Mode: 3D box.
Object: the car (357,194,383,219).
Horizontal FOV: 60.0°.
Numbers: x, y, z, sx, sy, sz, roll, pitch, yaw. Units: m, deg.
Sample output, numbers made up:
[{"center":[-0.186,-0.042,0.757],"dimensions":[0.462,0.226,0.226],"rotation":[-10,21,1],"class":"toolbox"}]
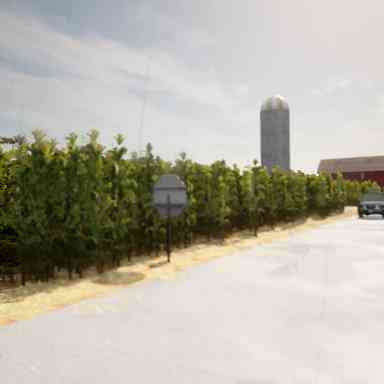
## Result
[{"center":[16.058,1.204,29.155],"dimensions":[2.150,2.045,5.566],"rotation":[-1,0,36],"class":"car"}]
